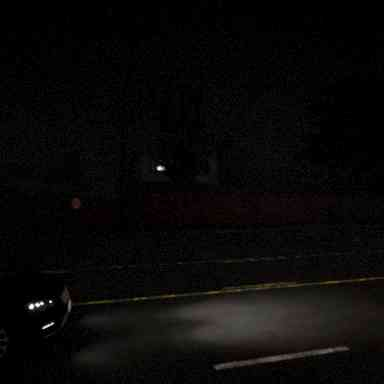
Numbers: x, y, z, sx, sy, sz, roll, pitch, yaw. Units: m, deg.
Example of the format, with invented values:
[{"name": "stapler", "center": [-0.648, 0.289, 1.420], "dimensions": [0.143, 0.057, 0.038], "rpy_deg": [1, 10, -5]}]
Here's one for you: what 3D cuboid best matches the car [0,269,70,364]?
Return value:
[{"name": "car", "center": [-4.406, 1.634, 4.870], "dimensions": [4.902, 1.511, 2.128], "rpy_deg": [0, -1, -15]}]
